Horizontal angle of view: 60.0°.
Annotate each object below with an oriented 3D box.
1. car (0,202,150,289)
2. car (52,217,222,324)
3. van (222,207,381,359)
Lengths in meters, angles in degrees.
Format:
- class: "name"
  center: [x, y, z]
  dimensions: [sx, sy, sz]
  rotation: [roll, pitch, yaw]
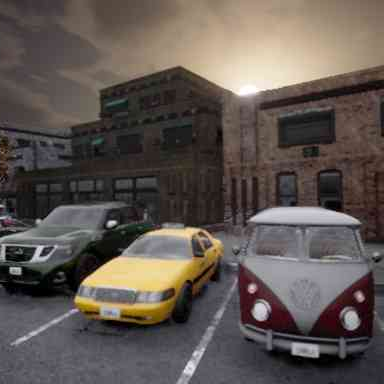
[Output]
- class: "car"
  center: [-2.870, 1.311, 9.462]
  dimensions: [2.435, 2.045, 5.566]
  rotation: [0, -1, 15]
- class: "car"
  center: [-0.518, 1.525, 7.605]
  dimensions: [1.946, 1.575, 5.366]
  rotation: [0, -1, 15]
- class: "van"
  center: [1.895, 1.275, 5.970]
  dimensions: [1.878, 1.987, 4.442]
  rotation: [0, -1, 15]
